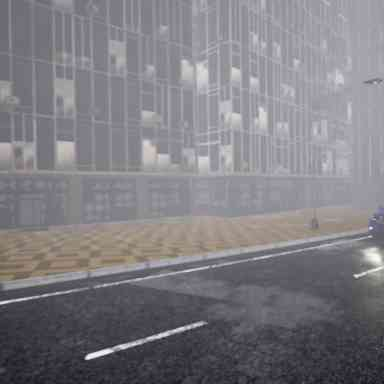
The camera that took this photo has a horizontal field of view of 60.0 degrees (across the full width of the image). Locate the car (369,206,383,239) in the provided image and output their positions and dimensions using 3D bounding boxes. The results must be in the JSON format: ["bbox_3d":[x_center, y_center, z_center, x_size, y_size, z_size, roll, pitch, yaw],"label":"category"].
[{"bbox_3d":[10.925,1.253,16.581,5.566,2.045,2.150,0,0,-41],"label":"car"}]
